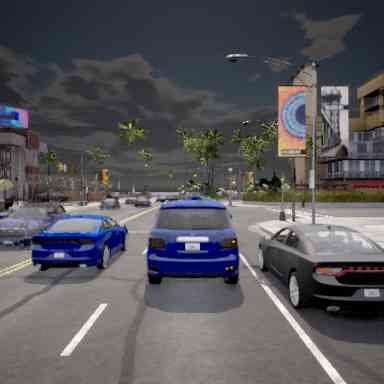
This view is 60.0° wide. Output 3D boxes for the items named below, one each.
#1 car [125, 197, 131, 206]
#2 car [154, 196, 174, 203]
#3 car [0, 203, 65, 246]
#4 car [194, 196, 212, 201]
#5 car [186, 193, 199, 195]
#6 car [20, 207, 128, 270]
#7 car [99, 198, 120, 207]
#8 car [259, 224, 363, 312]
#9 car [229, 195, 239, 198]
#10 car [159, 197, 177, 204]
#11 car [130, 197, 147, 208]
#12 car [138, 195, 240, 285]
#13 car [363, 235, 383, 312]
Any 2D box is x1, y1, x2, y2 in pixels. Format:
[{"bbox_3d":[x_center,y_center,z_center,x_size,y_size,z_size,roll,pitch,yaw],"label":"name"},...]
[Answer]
[{"bbox_3d":[-10.104,1.564,57.219,1.812,1.442,4.674,0,0,6],"label":"car"},{"bbox_3d":[-6.112,1.588,72.392,2.033,1.411,5.357,0,0,23],"label":"car"},{"bbox_3d":[-7.119,1.362,15.121,2.097,1.767,4.553,0,0,0],"label":"car"},{"bbox_3d":[2.864,1.652,85.391,1.895,1.301,4.718,0,0,43],"label":"car"},{"bbox_3d":[-0.254,1.276,75.860,2.150,2.045,5.566,0,0,33],"label":"car"},{"bbox_3d":[-3.446,1.485,11.131,1.882,1.535,5.008,0,0,0],"label":"car"},{"bbox_3d":[-10.602,1.554,43.268,1.812,1.442,4.674,0,0,1],"label":"car"},{"bbox_3d":[2.891,1.485,7.849,2.097,1.535,5.008,0,0,0],"label":"car"},{"bbox_3d":[10.143,1.583,87.176,4.902,1.511,2.128,0,0,-40],"label":"car"},{"bbox_3d":[-4.730,1.645,66.192,1.895,1.301,4.718,0,0,19],"label":"car"},{"bbox_3d":[-7.090,1.580,48.323,2.033,1.411,5.357,0,0,1],"label":"car"},{"bbox_3d":[0.043,1.230,9.656,2.150,2.045,5.566,0,0,1],"label":"car"},{"bbox_3d":[3.039,1.355,1.424,2.185,1.767,4.553,0,0,0],"label":"car"}]
